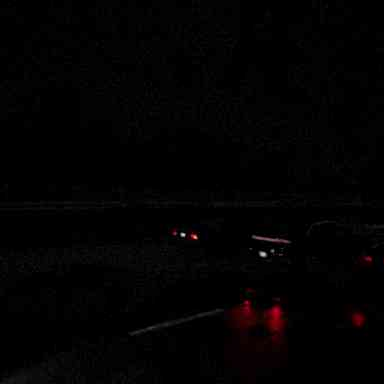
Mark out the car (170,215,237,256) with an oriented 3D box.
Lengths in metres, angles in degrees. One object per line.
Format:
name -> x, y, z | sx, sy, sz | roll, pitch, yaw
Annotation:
car -> 1.729, 1.641, 13.567 | 5.357, 1.411, 2.033 | 1, 0, -35

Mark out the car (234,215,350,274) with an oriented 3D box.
car -> 4.002, 1.589, 10.896 | 4.902, 1.511, 2.128 | 1, 0, -35

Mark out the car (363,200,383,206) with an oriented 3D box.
car -> 30.100, 2.565, 55.443 | 4.902, 1.511, 2.128 | 2, -1, -35

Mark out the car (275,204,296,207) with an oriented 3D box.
car -> 10.319, 1.999, 37.125 | 4.181, 1.385, 1.994 | 1, -1, -35

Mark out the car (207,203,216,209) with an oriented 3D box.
car -> 0.842, 1.870, 38.969 | 4.181, 1.385, 1.994 | 1, -1, -35

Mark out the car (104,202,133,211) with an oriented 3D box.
car -> -5.647, 1.666, 30.052 | 4.674, 1.442, 1.812 | 1, -1, -35

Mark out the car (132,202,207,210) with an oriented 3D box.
car -> -1.566, 1.645, 24.365 | 4.892, 1.490, 1.837 | 1, -1, -35

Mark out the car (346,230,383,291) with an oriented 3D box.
car -> 5.901, 1.659, 8.074 | 4.181, 1.385, 1.994 | 1, 0, -35
